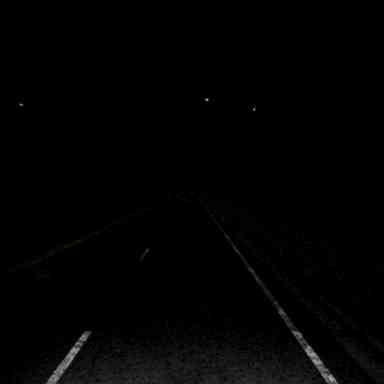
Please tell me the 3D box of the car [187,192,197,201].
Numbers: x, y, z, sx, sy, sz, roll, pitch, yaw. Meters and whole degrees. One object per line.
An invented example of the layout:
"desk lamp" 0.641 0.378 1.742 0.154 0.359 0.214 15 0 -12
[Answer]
"car" 0.001 0.872 62.388 1.882 1.535 5.008 0 1 0

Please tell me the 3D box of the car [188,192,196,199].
"car" 0.002 0.680 72.804 1.882 1.535 5.008 0 0 0

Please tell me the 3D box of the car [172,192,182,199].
"car" -3.248 0.726 72.805 1.812 1.442 4.674 0 0 0

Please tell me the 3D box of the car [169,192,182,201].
"car" -3.249 0.954 62.773 1.994 1.385 4.181 0 1 0
